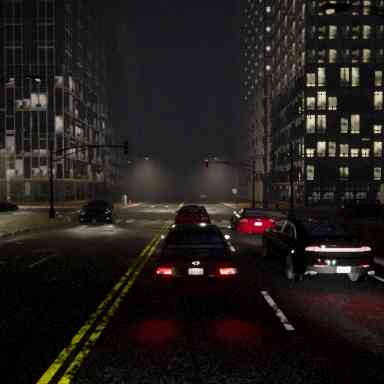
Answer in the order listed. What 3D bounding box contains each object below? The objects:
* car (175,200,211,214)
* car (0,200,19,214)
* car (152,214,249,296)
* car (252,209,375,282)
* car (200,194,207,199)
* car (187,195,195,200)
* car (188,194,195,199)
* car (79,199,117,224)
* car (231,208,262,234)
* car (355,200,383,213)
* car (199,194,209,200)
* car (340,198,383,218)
[{"bbox_3d":[0.061,1.467,18.609,1.882,1.535,5.008,0,0,1],"label":"car"},{"bbox_3d":[-19.717,1.403,33.350,4.181,1.385,1.994,1,1,1],"label":"car"},{"bbox_3d":[0.081,1.543,8.789,2.033,1.411,5.357,0,0,0],"label":"car"},{"bbox_3d":[3.326,1.487,9.704,2.128,1.511,4.902,0,0,0],"label":"car"},{"bbox_3d":[3.033,1.262,91.431,1.812,1.442,4.674,0,0,0],"label":"car"},{"bbox_3d":[-0.193,1.438,81.422,1.812,1.442,4.674,0,0,0],"label":"car"},{"bbox_3d":[-0.217,1.333,91.454,1.895,1.301,4.718,0,0,0],"label":"car"},{"bbox_3d":[-6.760,1.341,24.337,2.097,1.767,4.553,0,0,-7],"label":"car"},{"bbox_3d":[3.306,1.554,18.504,1.994,1.385,4.181,0,0,0],"label":"car"},{"bbox_3d":[21.719,1.641,38.555,4.829,1.417,1.752,1,0,1],"label":"car"},{"bbox_3d":[3.057,1.509,81.459,1.895,1.301,4.718,0,0,0],"label":"car"},{"bbox_3d":[16.130,1.517,30.256,5.009,1.841,2.192,1,0,1],"label":"car"}]
